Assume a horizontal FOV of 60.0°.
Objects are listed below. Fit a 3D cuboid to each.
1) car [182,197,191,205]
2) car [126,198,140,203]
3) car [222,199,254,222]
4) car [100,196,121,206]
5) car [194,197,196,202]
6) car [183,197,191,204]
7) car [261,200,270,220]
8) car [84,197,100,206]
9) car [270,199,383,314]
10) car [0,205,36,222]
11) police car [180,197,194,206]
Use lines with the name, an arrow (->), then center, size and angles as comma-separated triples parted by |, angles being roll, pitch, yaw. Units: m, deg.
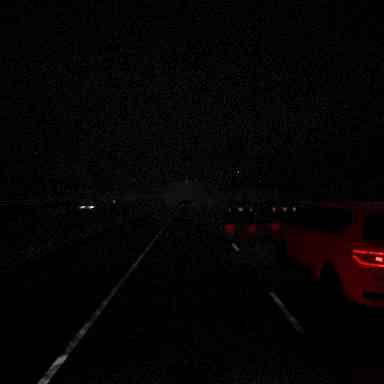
car -> -1.022, 1.814, 68.453 | 1.812, 1.442, 4.674 | 0, -1, 0
car -> -10.523, 1.734, 59.800 | 1.812, 1.442, 4.674 | 0, 0, 1
car -> 3.611, 1.371, 26.863 | 2.097, 1.767, 4.553 | 0, 0, 0
car -> -14.024, 1.551, 58.638 | 2.097, 1.767, 4.553 | 0, 0, 1
car -> 0.039, 1.996, 92.902 | 2.033, 1.411, 5.357 | 0, -1, 0
car -> -1.019, 1.808, 74.648 | 1.801, 1.575, 5.366 | 0, -1, 0
car -> 7.111, 1.374, 27.639 | 2.097, 1.767, 4.553 | 0, 0, 0
car -> -17.520, 1.703, 58.522 | 1.837, 1.490, 4.892 | 0, 0, 1
car -> 3.603, 1.207, 7.710 | 2.150, 2.045, 5.566 | 0, 0, 0
car -> -10.592, 1.484, 18.687 | 2.128, 1.511, 4.902 | 0, 0, 0
police car -> -1.026, 1.624, 58.556 | 1.930, 1.638, 5.238 | 0, 0, 0
